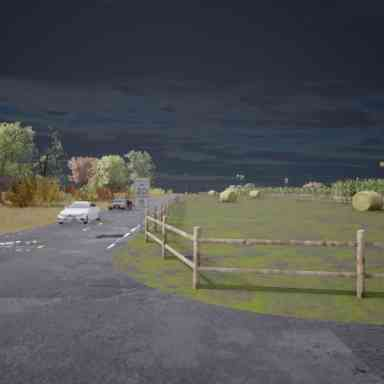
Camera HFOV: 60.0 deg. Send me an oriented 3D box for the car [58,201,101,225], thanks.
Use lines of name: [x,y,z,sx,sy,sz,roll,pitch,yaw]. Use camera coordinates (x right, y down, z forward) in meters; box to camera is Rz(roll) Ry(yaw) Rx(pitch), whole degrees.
car: [-7.600,1.393,22.940,1.812,1.442,4.674,1,0,-1]

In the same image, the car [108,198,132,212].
car: [-7.719,1.352,36.021,1.994,1.385,4.181,1,0,0]
